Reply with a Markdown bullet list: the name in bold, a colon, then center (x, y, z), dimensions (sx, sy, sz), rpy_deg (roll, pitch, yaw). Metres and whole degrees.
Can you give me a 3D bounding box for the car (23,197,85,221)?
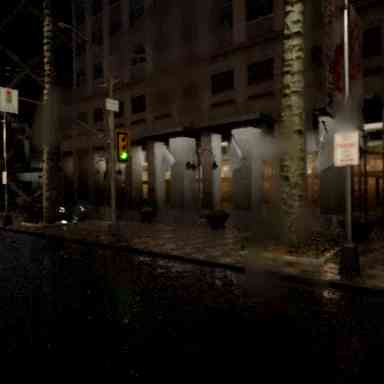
- **car**: center (-9.423, 1.133, 22.677), dimensions (4.553, 1.767, 2.097), rpy_deg (-1, 0, 32)
